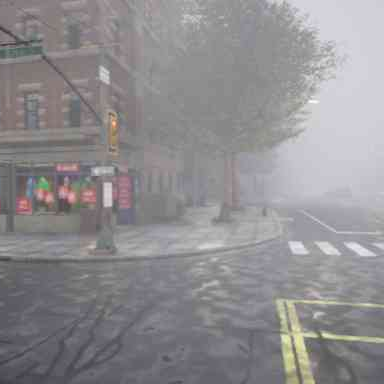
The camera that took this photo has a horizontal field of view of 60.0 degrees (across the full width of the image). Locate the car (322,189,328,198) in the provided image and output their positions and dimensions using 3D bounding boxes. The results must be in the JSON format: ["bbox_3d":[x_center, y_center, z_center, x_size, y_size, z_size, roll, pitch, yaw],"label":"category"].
[{"bbox_3d":[24.994,0.274,60.535,1.837,1.490,4.892,0,1,12],"label":"car"}]

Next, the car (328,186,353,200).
[{"bbox_3d":[23.137,0.153,51.469,2.150,2.045,5.566,0,1,12],"label":"car"}]
